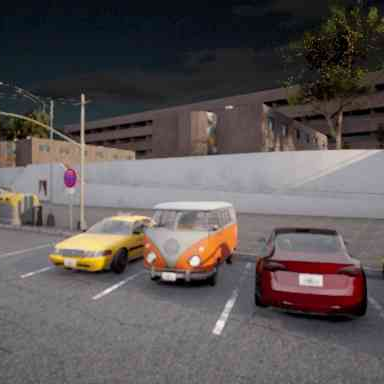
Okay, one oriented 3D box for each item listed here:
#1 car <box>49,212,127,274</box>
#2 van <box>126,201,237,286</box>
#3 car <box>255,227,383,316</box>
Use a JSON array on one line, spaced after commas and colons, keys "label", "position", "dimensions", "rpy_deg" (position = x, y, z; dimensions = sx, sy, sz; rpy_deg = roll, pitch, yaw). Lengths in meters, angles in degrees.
[{"label": "car", "position": [-2.343, 1.470, 10.937], "dimensions": [1.946, 1.575, 5.366], "rpy_deg": [1, -1, 15]}, {"label": "van", "position": [0.105, 1.254, 9.275], "dimensions": [1.878, 1.987, 4.442], "rpy_deg": [1, -1, 15]}, {"label": "car", "position": [2.565, 1.517, 7.684], "dimensions": [2.163, 1.488, 4.792], "rpy_deg": [0, -1, 15]}]
